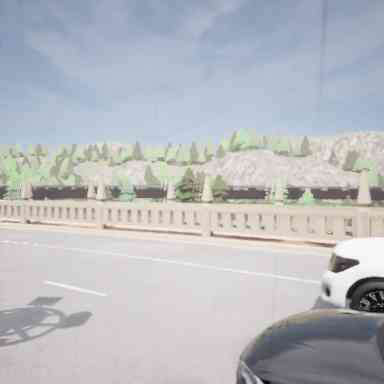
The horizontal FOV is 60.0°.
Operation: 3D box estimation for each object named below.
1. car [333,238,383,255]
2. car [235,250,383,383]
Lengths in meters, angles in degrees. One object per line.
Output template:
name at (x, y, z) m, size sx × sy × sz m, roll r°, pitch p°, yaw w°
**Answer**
car at (4.828, 1.194, 4.704) m, size 5.566 × 2.045 × 2.150 m, roll 0°, pitch 0°, yaw 36°
car at (2.588, 1.479, 1.970) m, size 4.902 × 1.511 × 2.128 m, roll 0°, pitch 0°, yaw 36°
